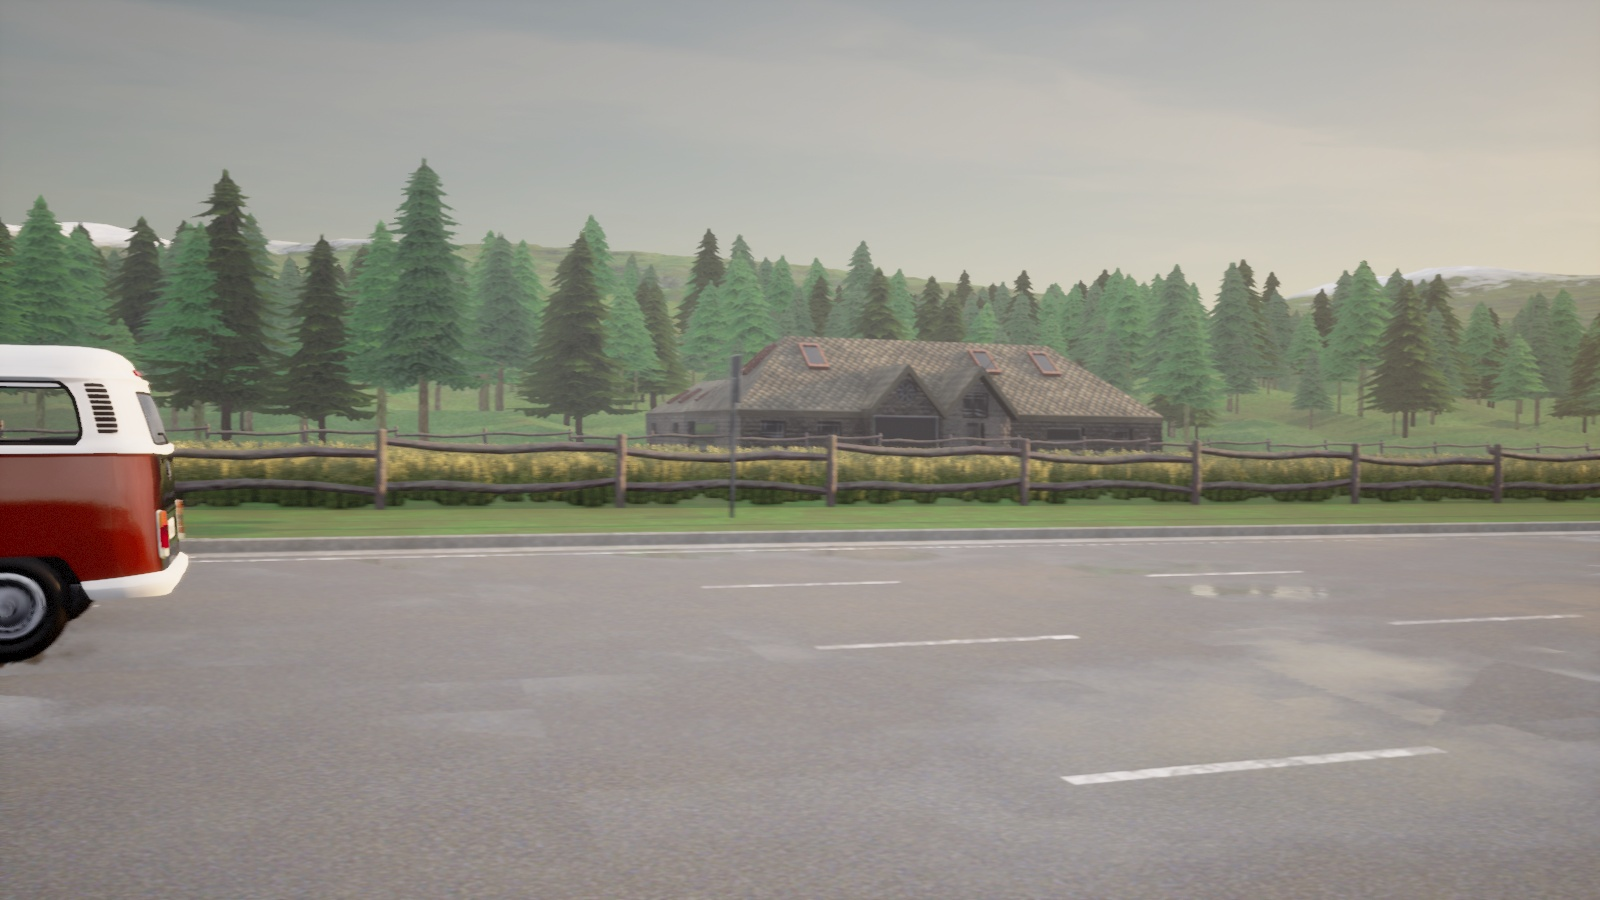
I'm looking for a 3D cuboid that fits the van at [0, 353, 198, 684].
[{"bbox_3d":[-6.495,0.439,8.197,4.480,2.038,2.069,-1,1,-22],"label":"van"}]
